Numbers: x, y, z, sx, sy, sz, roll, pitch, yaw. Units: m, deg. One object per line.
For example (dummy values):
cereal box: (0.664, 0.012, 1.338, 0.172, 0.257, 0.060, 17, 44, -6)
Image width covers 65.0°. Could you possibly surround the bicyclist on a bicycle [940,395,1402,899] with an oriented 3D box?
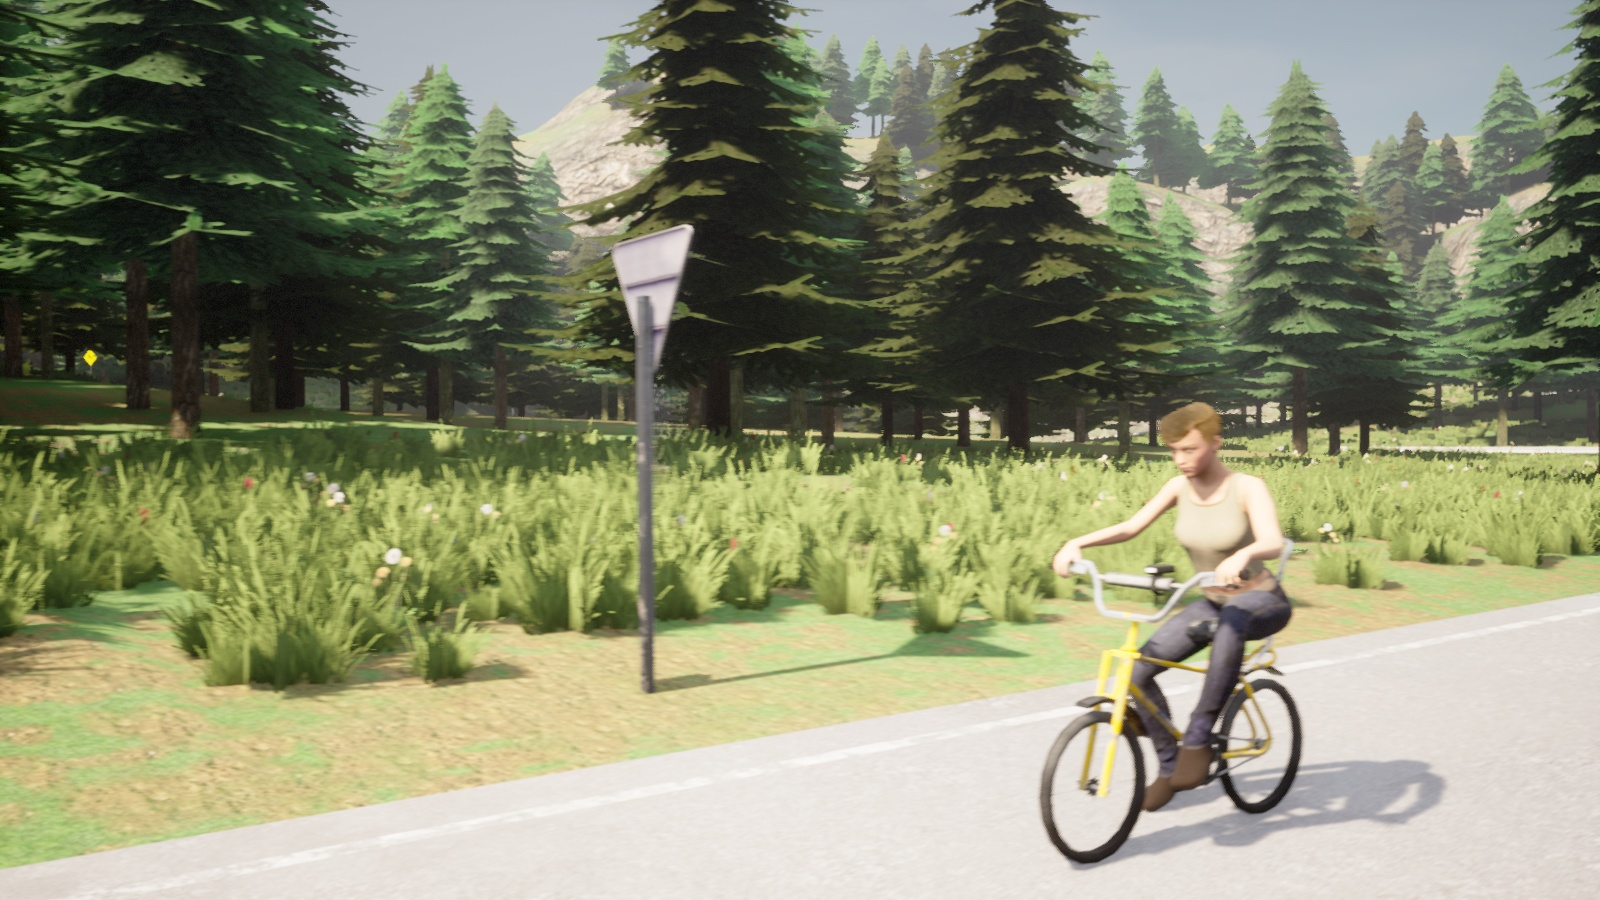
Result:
bicyclist on a bicycle: (1.385, 0.625, 4.630, 1.509, 1.612, 0.866, -1, 1, -35)
